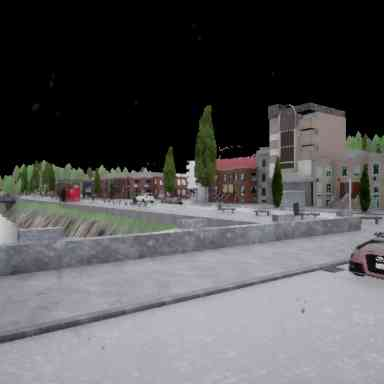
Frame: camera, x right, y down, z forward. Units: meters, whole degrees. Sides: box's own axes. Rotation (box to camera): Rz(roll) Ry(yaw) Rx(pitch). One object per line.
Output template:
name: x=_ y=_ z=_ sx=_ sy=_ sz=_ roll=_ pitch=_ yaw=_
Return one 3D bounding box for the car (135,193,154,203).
car: x=-9.755 y=1.221 z=68.108 sx=2.150 sy=2.045 sz=5.566 roll=0 pitch=0 yaw=-35

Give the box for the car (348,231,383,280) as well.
car: x=6.072 y=1.564 z=8.938 sx=4.181 sy=1.385 sz=1.994 roll=0 pitch=0 yaw=-35

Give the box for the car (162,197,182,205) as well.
car: x=-3.574 y=1.564 z=59.436 sx=1.994 sy=1.385 sz=4.181 roll=0 pitch=0 yaw=-35
